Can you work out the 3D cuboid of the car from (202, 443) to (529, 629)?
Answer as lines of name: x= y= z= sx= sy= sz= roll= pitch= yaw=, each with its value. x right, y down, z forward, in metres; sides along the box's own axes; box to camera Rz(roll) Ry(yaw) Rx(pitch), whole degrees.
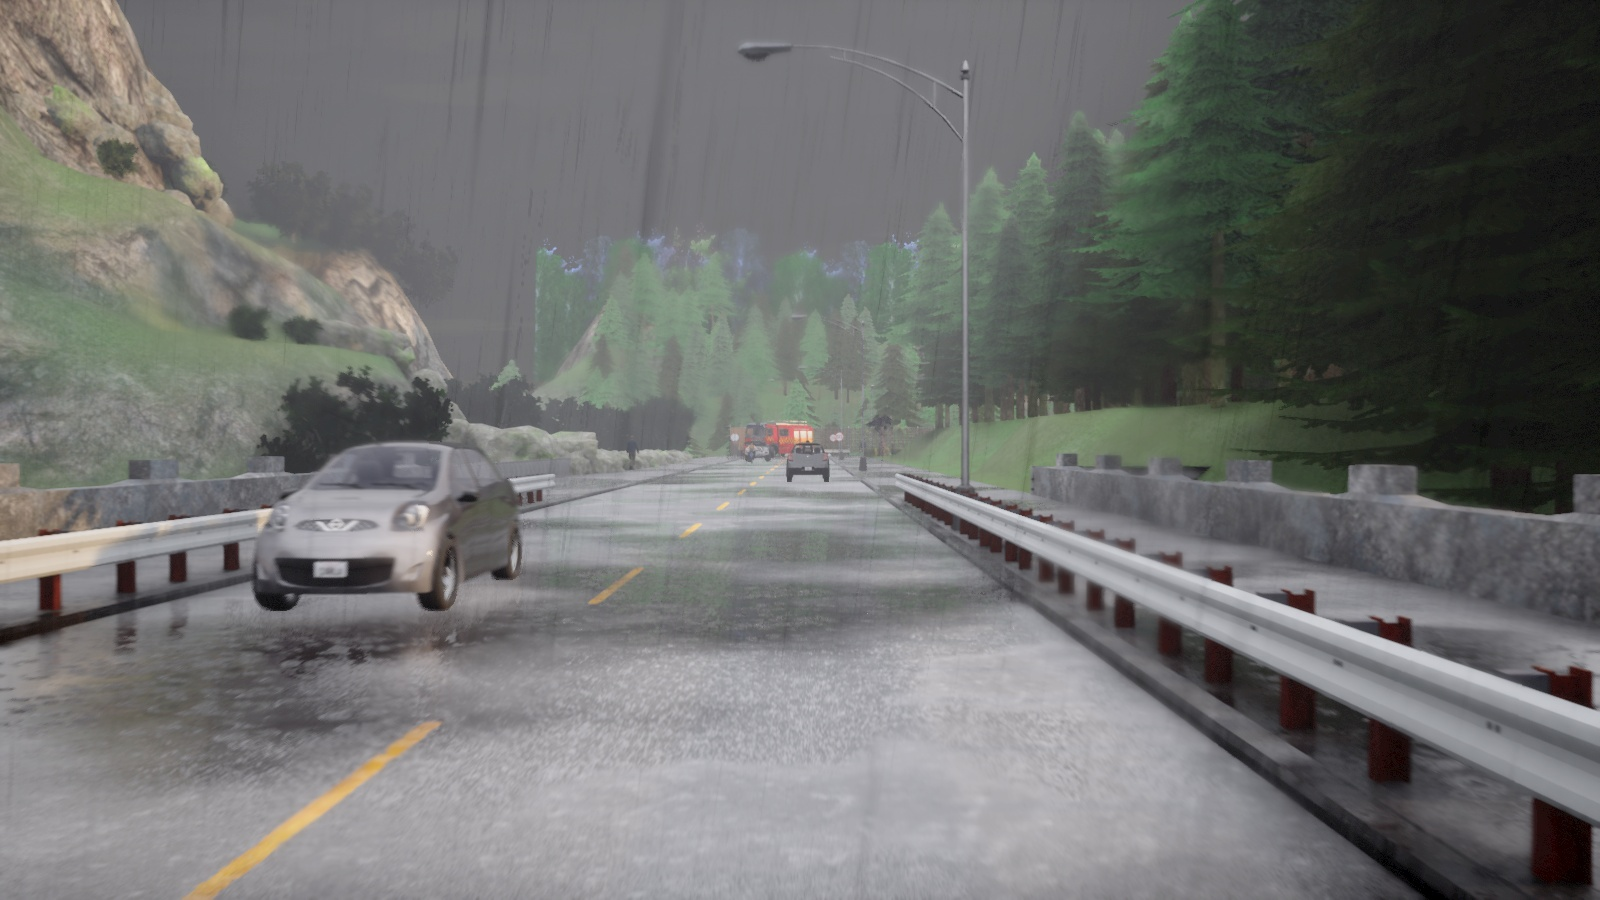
car: x=-3.914 y=0.689 z=11.992 sx=1.845 sy=1.501 sz=3.633 roll=0 pitch=0 yaw=0

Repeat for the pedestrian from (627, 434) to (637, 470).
pedestrian: x=-8.630 y=0.086 z=64.475 sx=0.402 sy=1.842 sz=0.726 roll=0 pitch=0 yaw=-1

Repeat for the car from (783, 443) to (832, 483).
car: x=0.308 y=0.484 z=49.212 sx=1.845 sy=1.501 sz=3.633 roll=0 pitch=1 yaw=0
